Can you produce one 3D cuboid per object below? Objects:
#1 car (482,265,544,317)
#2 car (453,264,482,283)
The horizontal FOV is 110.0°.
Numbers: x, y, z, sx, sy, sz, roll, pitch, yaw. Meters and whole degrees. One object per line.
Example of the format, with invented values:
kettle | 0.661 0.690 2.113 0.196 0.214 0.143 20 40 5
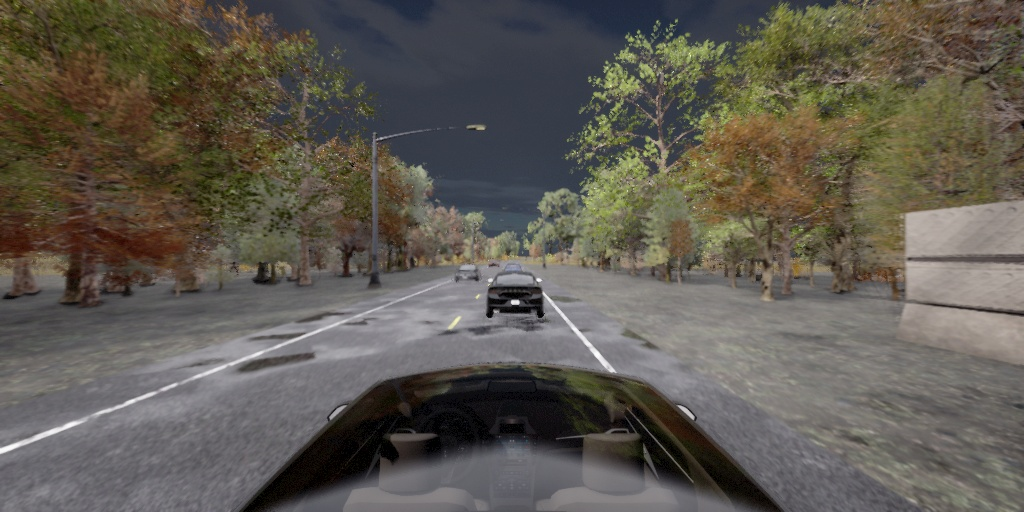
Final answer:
car | 0.104 1.281 13.499 1.882 1.535 5.008 0 0 0
car | -3.588 1.395 29.748 1.812 1.442 4.674 0 0 0
